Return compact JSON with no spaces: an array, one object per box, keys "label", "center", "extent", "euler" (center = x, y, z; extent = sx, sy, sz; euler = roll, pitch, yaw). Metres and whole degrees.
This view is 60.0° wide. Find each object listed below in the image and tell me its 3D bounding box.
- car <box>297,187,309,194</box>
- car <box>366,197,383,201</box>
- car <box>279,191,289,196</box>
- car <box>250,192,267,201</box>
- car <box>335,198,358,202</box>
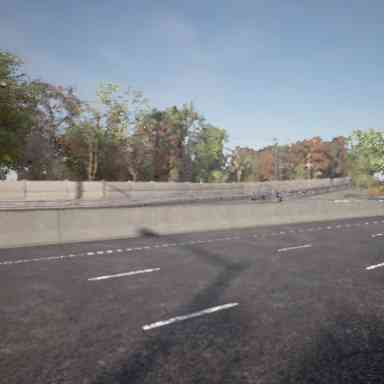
[{"label":"car","center":[29.359,-0.422,87.881],"extent":[2.097,1.767,4.553],"euler":[0,3,35]},{"label":"car","center":[27.253,1.489,49.466],"extent":[4.892,1.490,1.837],"euler":[0,0,-35]},{"label":"car","center":[20.640,0.491,75.086],"extent":[2.128,1.511,4.902],"euler":[0,2,33]},{"label":"car","center":[12.433,0.825,61.820],"extent":[1.837,1.490,4.892],"euler":[0,1,31]},{"label":"car","center":[24.239,1.580,51.610],"extent":[4.718,1.301,1.895],"euler":[0,0,-35]}]
